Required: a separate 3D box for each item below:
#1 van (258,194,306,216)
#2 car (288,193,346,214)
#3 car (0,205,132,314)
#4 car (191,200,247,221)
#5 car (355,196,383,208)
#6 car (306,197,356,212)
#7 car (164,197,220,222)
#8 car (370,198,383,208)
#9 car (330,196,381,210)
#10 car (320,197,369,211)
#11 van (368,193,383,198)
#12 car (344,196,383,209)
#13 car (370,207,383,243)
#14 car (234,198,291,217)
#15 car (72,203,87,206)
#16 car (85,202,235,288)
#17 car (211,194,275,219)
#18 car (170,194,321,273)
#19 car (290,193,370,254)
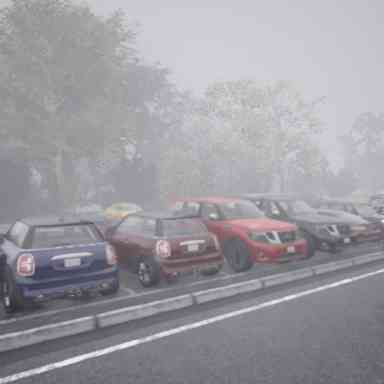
[{"bbox_3d":[8.883,1.189,33.101,1.878,1.987,4.442,0,0,-36],"label":"van"},{"bbox_3d":[13.484,1.145,36.214,2.435,2.045,5.566,0,0,-36],"label":"car"},{"bbox_3d":[-3.481,1.345,7.992,2.185,1.767,4.553,0,0,-36],"label":"car"},{"bbox_3d":[2.196,1.464,28.139,2.163,1.488,4.792,0,0,-36],"label":"car"},{"bbox_3d":[24.764,1.298,44.311,2.231,1.521,4.892,-1,0,-36],"label":"car"},{"bbox_3d":[15.708,1.413,37.876,2.163,1.488,4.792,0,0,-36],"label":"car"},{"bbox_3d":[-0.097,1.315,26.572,2.185,1.767,4.553,0,0,-36],"label":"car"},{"bbox_3d":[7.882,1.313,16.198,2.185,1.767,4.553,0,0,-36],"label":"car"},{"bbox_3d":[20.135,1.343,41.234,1.946,1.575,5.366,-1,0,-36],"label":"car"},{"bbox_3d":[18.006,1.399,39.448,2.163,1.488,4.792,0,0,-36],"label":"car"},{"bbox_3d":[12.392,1.200,19.530,1.878,1.987,4.442,0,0,-36],"label":"van"},{"bbox_3d":[22.505,1.322,42.696,2.097,1.535,5.008,-1,0,-36],"label":"car"},{"bbox_3d":[5.622,1.485,14.540,2.002,1.452,4.674,0,0,-36],"label":"car"},{"bbox_3d":[6.587,1.418,31.544,1.946,1.575,5.366,0,0,-36],"label":"car"},{"bbox_3d":[-6.855,1.461,21.706,2.231,1.521,4.892,0,0,-36],"label":"car"},{"bbox_3d":[-1.201,1.339,9.624,2.185,1.767,4.553,0,0,-36],"label":"car"},{"bbox_3d":[4.420,1.176,29.800,2.435,2.045,5.566,0,0,-36],"label":"car"},{"bbox_3d":[1.077,1.207,11.257,2.435,2.045,5.566,0,0,-36],"label":"car"},{"bbox_3d":[3.357,1.200,12.887,2.435,2.045,5.566,0,0,-36],"label":"car"}]
